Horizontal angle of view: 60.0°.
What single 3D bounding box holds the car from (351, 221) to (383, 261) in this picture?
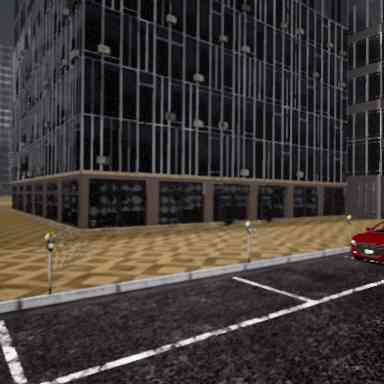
[{"bbox_3d":[7.459,1.671,11.897,4.507,1.381,1.887,1,0,-36],"label":"car"}]
